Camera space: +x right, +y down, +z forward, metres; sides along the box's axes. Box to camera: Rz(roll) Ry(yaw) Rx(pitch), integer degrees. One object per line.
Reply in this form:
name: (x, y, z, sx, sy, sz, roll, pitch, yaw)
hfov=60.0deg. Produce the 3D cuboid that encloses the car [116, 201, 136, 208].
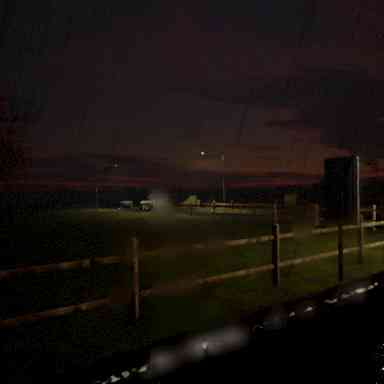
car: (-12.324, 2.315, 61.890, 2.033, 1.411, 5.357, -1, -1, -35)

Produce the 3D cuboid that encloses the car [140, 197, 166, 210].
car: (-6.242, 1.779, 53.110, 2.150, 2.045, 5.566, -1, -1, -36)
